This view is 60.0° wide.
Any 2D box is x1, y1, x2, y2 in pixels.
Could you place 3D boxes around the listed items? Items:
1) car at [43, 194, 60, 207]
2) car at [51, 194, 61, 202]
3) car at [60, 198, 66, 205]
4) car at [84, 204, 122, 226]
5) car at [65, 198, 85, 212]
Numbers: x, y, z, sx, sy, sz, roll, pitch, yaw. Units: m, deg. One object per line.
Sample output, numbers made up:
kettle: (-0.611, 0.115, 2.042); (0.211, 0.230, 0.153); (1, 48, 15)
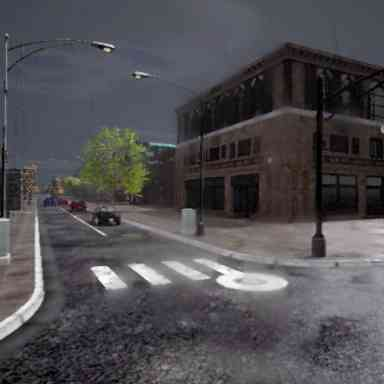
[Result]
car: (-23.613, 1.590, 55.310); (1.882, 1.535, 5.008); (1, -1, -25)
car: (-34.915, 1.511, 85.226); (2.192, 1.841, 5.009); (1, -1, -25)
car: (-23.186, 1.741, 60.210); (1.802, 1.307, 4.206); (1, -1, -25)
car: (-6.357, 1.654, 24.408); (2.008, 1.369, 4.403); (1, -1, -25)
car: (-13.798, 1.673, 40.200); (1.887, 1.381, 4.507); (1, -1, -25)
